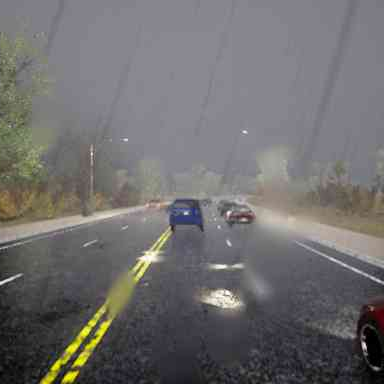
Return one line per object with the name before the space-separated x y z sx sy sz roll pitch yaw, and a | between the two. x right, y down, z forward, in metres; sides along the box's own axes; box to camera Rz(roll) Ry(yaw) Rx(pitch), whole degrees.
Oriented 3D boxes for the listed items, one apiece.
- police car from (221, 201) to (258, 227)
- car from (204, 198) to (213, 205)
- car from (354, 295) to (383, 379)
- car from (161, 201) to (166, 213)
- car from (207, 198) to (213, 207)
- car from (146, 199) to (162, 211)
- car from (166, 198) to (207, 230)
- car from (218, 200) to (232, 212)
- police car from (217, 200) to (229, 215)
police car | 3.568 1.728 24.787 2.038 1.542 4.974 0 -1 2
car | 3.744 2.073 76.191 1.837 1.490 4.892 0 0 6
car | 3.242 1.592 2.938 1.994 1.385 4.181 0 -1 0
car | -2.285 1.965 42.079 1.895 1.301 4.718 0 0 3
car | 2.596 2.004 63.513 1.837 1.490 4.892 0 -1 6
car | -5.220 1.758 47.416 2.097 1.767 4.553 0 0 4
car | -0.221 1.434 23.065 2.150 2.045 5.566 0 0 3
car | 4.569 1.890 46.615 1.837 1.490 4.892 0 0 4
police car | 3.989 1.734 35.815 1.930 1.638 5.238 0 0 3
